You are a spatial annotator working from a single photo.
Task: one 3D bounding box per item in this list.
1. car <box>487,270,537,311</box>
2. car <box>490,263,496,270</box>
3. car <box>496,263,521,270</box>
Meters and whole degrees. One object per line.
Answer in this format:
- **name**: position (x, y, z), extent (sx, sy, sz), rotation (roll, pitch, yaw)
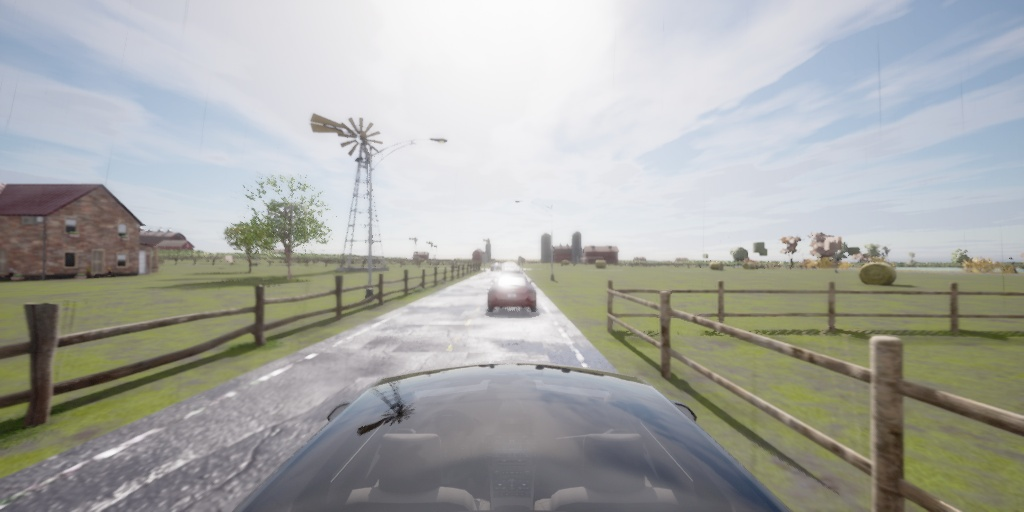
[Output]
- **car**: position (0.021, 1.465, 15.332), extent (1.994, 1.385, 4.181), rotation (0, -1, 1)
- **car**: position (-2.767, 1.906, 62.394), extent (2.128, 1.511, 4.902), rotation (0, -1, 0)
- **car**: position (0.022, 1.558, 30.345), extent (2.128, 1.511, 4.902), rotation (0, 0, 0)
